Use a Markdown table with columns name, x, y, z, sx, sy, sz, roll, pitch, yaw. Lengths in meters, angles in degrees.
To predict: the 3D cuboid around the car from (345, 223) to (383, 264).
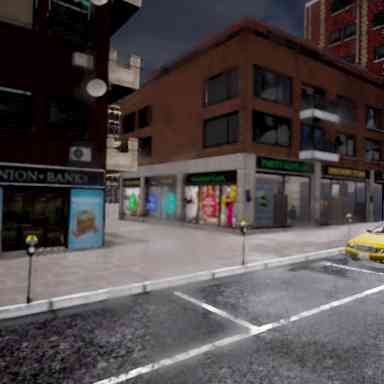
| name | x | y | z | sx | sy | sz | roll | pitch | yaw |
| --- | --- | --- | --- | --- | --- | --- | --- | --- | --- |
| car | 6.952 | 1.532 | 11.026 | 4.829 | 1.417 | 1.752 | 0 | 2 | -35 |
